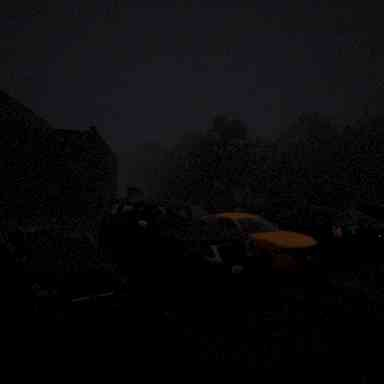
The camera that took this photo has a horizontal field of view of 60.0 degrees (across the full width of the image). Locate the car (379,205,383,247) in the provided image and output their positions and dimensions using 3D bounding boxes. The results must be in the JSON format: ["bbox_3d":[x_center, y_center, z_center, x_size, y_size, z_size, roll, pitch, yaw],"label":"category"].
[{"bbox_3d":[6.106,1.362,13.766,2.163,1.488,4.792,-1,1,-35],"label":"car"}]

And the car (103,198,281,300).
[{"bbox_3d":[-0.701,1.200,8.911,2.435,2.045,5.566,-1,0,-35],"label":"car"}]

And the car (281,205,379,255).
[{"bbox_3d":[3.838,1.254,12.145,2.185,1.767,4.553,-1,1,-35],"label":"car"}]

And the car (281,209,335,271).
[{"bbox_3d":[1.556,1.421,10.562,2.097,1.535,5.008,-1,0,-35],"label":"car"}]

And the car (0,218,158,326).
[{"bbox_3d":[-2.990,1.475,7.321,2.231,1.521,4.892,0,0,-35],"label":"car"}]
